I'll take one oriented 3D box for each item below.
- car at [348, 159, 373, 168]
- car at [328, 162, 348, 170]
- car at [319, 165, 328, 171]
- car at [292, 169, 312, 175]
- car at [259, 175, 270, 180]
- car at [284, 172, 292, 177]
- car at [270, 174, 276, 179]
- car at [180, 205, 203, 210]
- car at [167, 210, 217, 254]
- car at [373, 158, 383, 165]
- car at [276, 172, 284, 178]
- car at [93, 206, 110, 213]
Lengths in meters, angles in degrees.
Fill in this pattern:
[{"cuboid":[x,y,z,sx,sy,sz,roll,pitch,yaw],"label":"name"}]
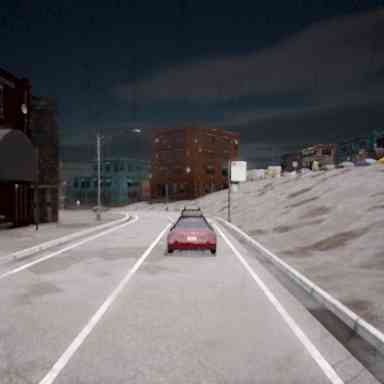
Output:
[{"cuboid":[22.079,-3.424,41.634,2.002,1.452,4.674,0,0,-3],"label":"car"},{"cuboid":[21.843,-3.507,47.177,2.231,1.521,4.892,0,0,-1],"label":"car"},{"cuboid":[21.712,-3.533,52.695,2.231,1.521,4.892,0,0,-1],"label":"car"},{"cuboid":[21.470,-3.685,63.633,2.185,1.767,4.553,0,0,-1],"label":"car"},{"cuboid":[20.856,-3.592,91.334,2.231,1.521,4.892,0,0,-1],"label":"car"},{"cuboid":[21.349,-3.531,69.126,2.002,1.452,4.674,0,0,-1],"label":"car"},{"cuboid":[21.101,-3.715,80.320,2.185,1.767,4.553,0,0,-1],"label":"car"},{"cuboid":[-0.045,1.876,29.299,2.128,1.511,4.902,0,-1,-2],"label":"car"},{"cuboid":[0.001,1.701,14.238,1.994,1.385,4.181,0,-1,0],"label":"car"},{"cuboid":[22.433,-3.416,36.097,2.097,1.535,5.008,0,0,-4],"label":"car"},{"cuboid":[21.223,-3.708,74.800,2.185,1.767,4.553,0,0,-1],"label":"car"},{"cuboid":[-18.007,3.463,65.799,1.837,1.490,4.892,0,-3,-40],"label":"car"}]
